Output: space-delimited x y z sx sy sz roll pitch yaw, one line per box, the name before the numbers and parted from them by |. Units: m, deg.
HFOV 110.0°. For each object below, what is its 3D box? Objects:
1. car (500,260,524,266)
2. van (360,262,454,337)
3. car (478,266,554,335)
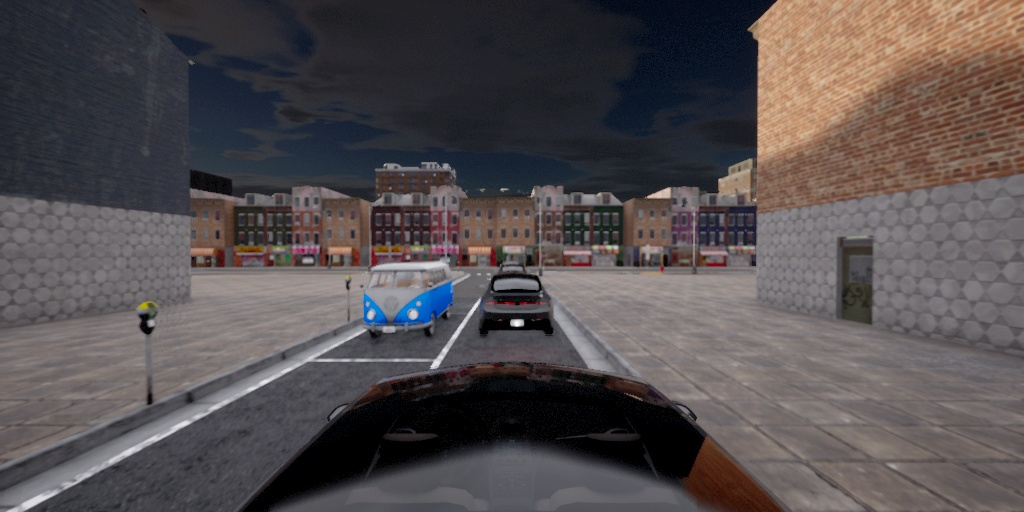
car | 0.033 1.185 20.487 1.837 1.490 4.892 0 0 0
van | -2.664 1.059 9.861 1.690 1.789 3.998 0 0 0
car | 0.081 1.222 10.355 1.837 1.490 4.892 0 0 -1
